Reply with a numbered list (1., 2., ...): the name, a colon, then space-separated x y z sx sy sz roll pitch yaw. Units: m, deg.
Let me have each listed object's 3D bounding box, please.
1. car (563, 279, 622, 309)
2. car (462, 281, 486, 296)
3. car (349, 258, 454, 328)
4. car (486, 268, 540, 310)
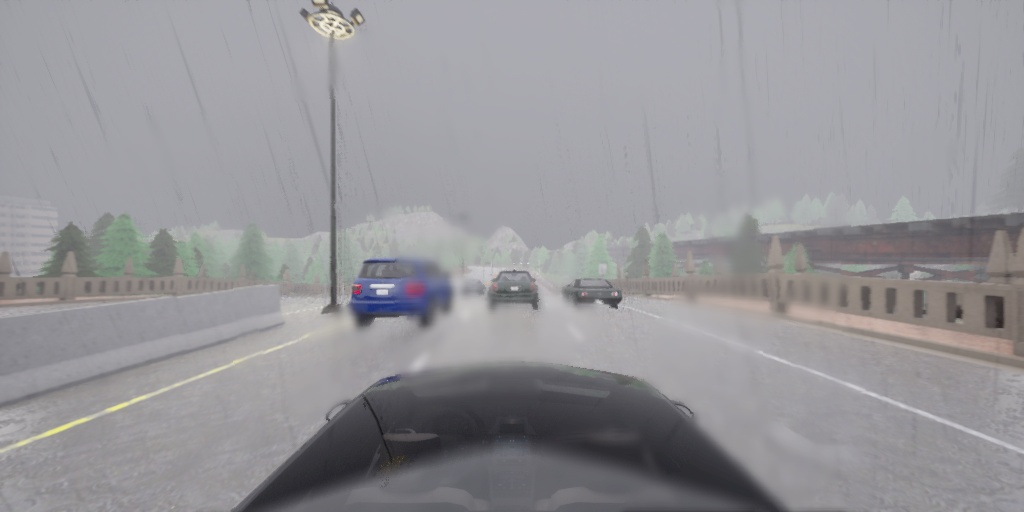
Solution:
1. car: 3.603 1.722 16.935 1.895 1.301 4.718 0 -3 0
2. car: -3.395 3.024 33.106 1.994 1.385 4.181 0 -6 0
3. car: -3.398 1.125 12.104 2.150 2.045 5.566 0 -2 0
4. car: 0.103 1.459 16.691 2.097 1.767 4.553 0 -3 0
